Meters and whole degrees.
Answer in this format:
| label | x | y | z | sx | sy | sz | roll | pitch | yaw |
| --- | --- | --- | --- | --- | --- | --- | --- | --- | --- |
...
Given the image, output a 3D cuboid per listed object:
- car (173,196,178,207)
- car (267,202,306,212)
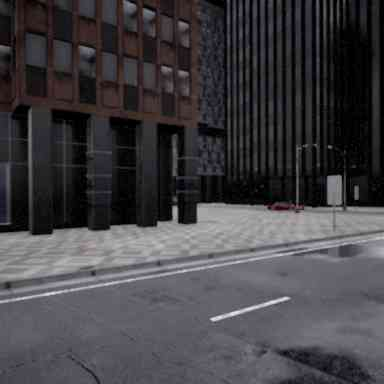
| label | x | y | z | sx | sy | sz | roll | pitch | yaw |
| --- | --- | --- | --- | --- | --- | --- | --- | --- | --- |
| car | -2.917 | 1.733 | 61.059 | 2.150 | 2.045 | 5.566 | 0 | -1 | -35 |
| car | 11.554 | 1.846 | 40.765 | 1.895 | 1.301 | 4.718 | 0 | 0 | -36 |
